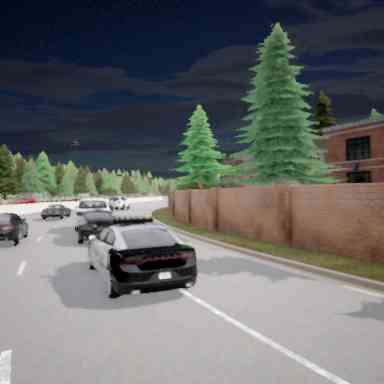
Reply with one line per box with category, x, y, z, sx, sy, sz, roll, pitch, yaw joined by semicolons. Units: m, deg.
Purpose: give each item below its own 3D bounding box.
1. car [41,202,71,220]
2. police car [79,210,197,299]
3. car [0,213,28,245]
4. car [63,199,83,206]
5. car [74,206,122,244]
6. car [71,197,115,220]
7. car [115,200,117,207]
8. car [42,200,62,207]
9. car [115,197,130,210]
car;-13.329;1.923;32.919;2.033;1.411;5.357;-1;0;-8
police car;-1.648;1.506;9.048;1.930;1.638;5.238;0;0;-25
car;-9.221;1.738;16.229;1.812;1.442;4.674;-1;-1;-20
car;-23.678;2.008;66.492;1.895;1.301;4.718;-1;0;5
car;-4.904;1.678;16.973;1.837;1.490;4.892;0;0;-20
car;-6.509;1.449;21.963;2.150;2.045;5.566;0;0;-16
car;-10.818;1.966;40.272;1.994;1.385;4.181;-1;0;-3
car;-27.315;2.202;64.961;1.994;1.385;4.181;-1;0;5
car;-11.077;1.699;50.340;2.150;2.045;5.566;-1;0;4
